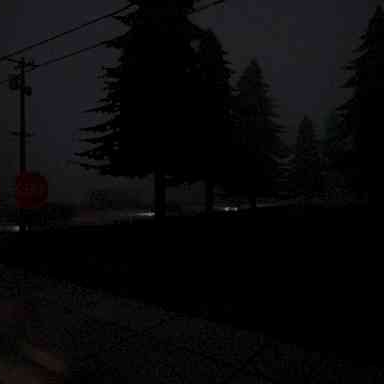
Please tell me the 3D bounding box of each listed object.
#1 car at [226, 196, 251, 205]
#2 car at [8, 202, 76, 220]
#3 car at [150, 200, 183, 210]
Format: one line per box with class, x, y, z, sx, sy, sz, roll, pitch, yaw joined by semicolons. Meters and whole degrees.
car;7.502;1.369;53.143;2.150;2.045;5.566;0;0;33
car;-11.128;1.519;24.990;1.882;1.535;5.008;0;0;33
car;-2.861;1.605;37.555;1.994;1.385;4.181;0;0;33
